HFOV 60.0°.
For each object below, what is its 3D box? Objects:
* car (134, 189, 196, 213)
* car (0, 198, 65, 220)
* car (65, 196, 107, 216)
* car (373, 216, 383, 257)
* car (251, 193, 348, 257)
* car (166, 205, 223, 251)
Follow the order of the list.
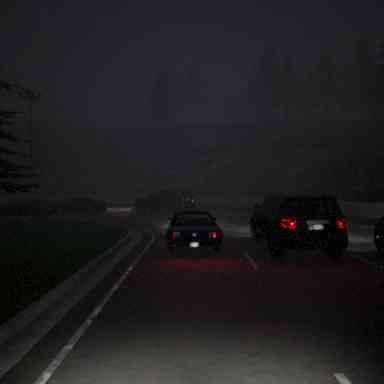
[{"bbox_3d":[-2.378,0.794,28.972,5.566,2.045,2.150,1,0,27],"label":"car"},{"bbox_3d":[-11.796,1.140,23.167,4.902,1.511,2.128,0,0,-10],"label":"car"},{"bbox_3d":[-9.466,1.072,27.037,5.008,1.535,1.882,0,0,3],"label":"car"},{"bbox_3d":[7.096,1.101,8.717,2.150,2.045,5.566,0,1,1],"label":"car"},{"bbox_3d":[3.628,1.046,12.224,2.150,2.045,5.566,0,1,0],"label":"car"},{"bbox_3d":[0.020,1.407,13.160,1.895,1.301,4.718,0,1,-2],"label":"car"}]
